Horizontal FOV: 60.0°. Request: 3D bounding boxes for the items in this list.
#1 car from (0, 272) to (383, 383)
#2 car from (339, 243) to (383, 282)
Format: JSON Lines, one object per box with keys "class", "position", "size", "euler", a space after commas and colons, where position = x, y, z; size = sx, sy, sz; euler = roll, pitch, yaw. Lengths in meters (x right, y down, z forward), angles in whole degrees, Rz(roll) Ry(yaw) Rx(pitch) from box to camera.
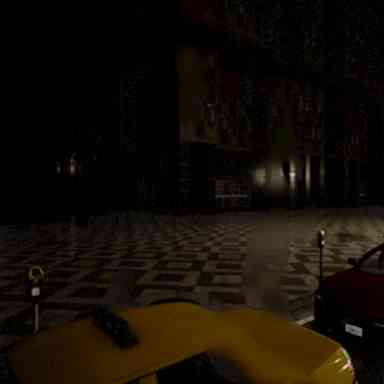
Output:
{"class": "car", "position": [-0.746, 1.524, 2.110], "size": [4.829, 1.417, 1.752], "euler": [0, 0, -38]}
{"class": "car", "position": [3.871, 1.544, 5.697], "size": [4.507, 1.381, 1.887], "euler": [0, 0, -38]}
